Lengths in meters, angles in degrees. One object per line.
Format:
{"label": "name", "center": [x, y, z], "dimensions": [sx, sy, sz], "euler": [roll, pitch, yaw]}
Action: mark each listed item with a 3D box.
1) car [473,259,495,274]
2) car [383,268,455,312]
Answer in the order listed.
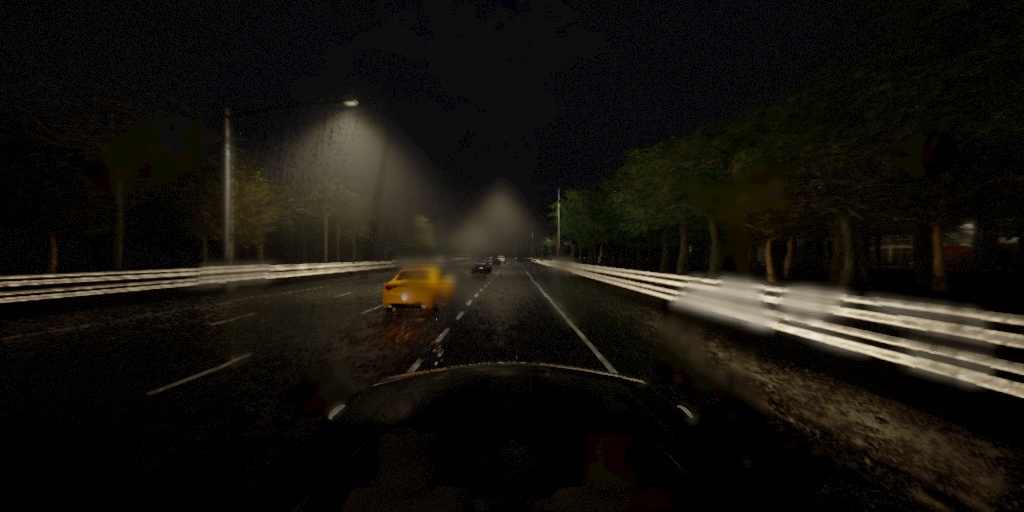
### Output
{"label": "car", "center": [-3.421, 1.328, 42.244], "dimensions": [1.994, 1.385, 4.181], "euler": [0, 0, 0]}
{"label": "car", "center": [-3.492, 1.232, 14.277], "dimensions": [1.882, 1.535, 5.008], "euler": [0, 0, 0]}
